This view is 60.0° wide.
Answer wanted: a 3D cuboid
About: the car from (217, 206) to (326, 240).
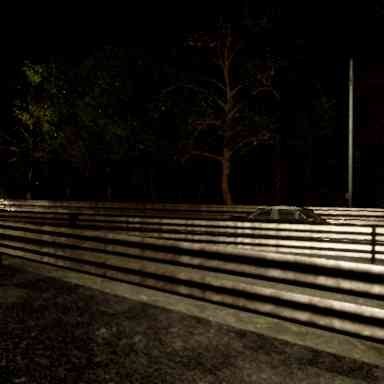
[{"bbox_3d":[3.571,1.443,15.147,4.856,1.649,2.033,0,0,21],"label":"car"}]
